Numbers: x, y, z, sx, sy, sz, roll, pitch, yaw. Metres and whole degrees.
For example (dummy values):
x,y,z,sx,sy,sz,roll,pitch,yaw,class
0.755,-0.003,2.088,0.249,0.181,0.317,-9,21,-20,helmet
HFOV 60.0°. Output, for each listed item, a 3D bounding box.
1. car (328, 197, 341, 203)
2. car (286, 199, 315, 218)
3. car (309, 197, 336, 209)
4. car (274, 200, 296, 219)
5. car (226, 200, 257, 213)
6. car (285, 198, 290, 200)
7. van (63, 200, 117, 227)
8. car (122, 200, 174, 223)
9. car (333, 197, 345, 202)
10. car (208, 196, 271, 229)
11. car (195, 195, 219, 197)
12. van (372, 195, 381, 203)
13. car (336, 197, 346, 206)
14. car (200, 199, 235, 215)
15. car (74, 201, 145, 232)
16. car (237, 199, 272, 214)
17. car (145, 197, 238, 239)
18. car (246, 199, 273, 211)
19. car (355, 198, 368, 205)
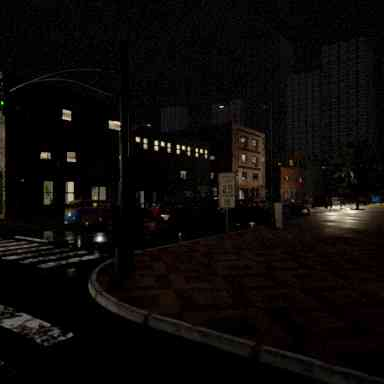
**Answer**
x,y,z,sx,sy,sz,roll,pitch,yaw,class
34.805,1.914,81.233,2.008,1.369,4.403,-1,-1,35,car
9.718,1.657,31.313,1.947,1.339,4.313,-1,-1,35,car
19.485,1.536,49.578,2.097,1.767,4.553,0,0,35,car
6.525,1.616,26.804,1.887,1.381,4.507,-1,-1,35,car
6.070,1.700,40.661,2.008,1.369,4.403,-1,-1,35,car
15.549,1.741,54.046,1.752,1.417,4.829,-1,-1,35,car
-6.701,1.413,22.631,1.690,1.788,3.998,-1,0,35,van
-3.509,1.530,27.138,1.967,1.590,4.097,-1,-1,35,car
37.998,1.935,85.741,1.887,1.381,4.507,-1,-1,35,car
3.331,1.367,22.298,2.192,1.841,5.009,-1,-1,35,car
1.117,1.315,29.184,2.150,2.045,5.566,0,0,35,car
44.837,1.694,80.903,1.690,1.788,3.998,-1,-1,35,van
25.356,1.828,57.867,1.895,1.301,4.718,0,0,36,car
2.877,1.569,36.155,1.967,1.590,4.097,-1,-1,35,car
-4.584,1.538,21.137,1.882,1.535,5.008,0,0,35,car
7.159,1.609,37.694,1.882,1.535,5.008,0,0,36,car
0.138,1.349,17.790,2.192,1.841,5.009,-1,-1,35,car
9.263,1.722,45.169,2.008,1.369,4.403,-1,-1,35,car
32.067,1.801,62.868,2.008,1.369,4.403,-1,-1,35,car
